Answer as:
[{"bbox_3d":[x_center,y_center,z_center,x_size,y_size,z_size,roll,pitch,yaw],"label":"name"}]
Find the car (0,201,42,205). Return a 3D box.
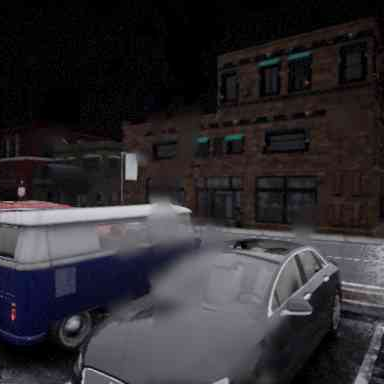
[{"bbox_3d":[-3.795,1.247,7.874,2.435,2.045,5.566,0,0,35],"label":"car"}]

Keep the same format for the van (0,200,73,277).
[{"bbox_3d":[-5.911,1.278,9.486,1.878,1.987,4.442,0,0,35],"label":"van"}]

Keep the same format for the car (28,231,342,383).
[{"bbox_3d":[0.730,1.486,4.630,2.231,1.521,4.892,0,0,35],"label":"car"}]

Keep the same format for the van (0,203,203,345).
[{"bbox_3d":[-1.476,1.266,6.333,1.878,1.987,4.442,0,0,35],"label":"van"}]
